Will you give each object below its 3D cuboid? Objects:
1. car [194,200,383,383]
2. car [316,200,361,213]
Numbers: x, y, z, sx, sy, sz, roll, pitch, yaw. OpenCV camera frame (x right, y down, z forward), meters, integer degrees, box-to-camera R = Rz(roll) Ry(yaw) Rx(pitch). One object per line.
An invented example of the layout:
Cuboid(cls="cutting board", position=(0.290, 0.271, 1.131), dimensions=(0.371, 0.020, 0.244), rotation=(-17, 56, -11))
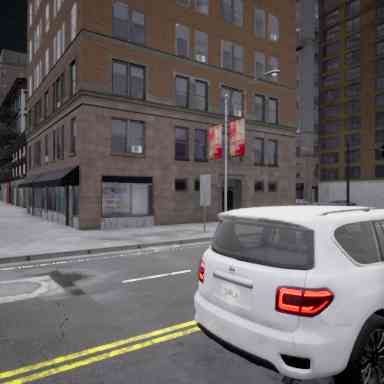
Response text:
Cuboid(cls="car", position=(2.645, 1.222, 5.312), dimensions=(5.566, 2.045, 2.150), rotation=(0, 0, -35))
Cuboid(cls="car", position=(16.982, 1.597, 38.728), dimensions=(1.947, 1.339, 4.313), rotation=(0, 0, -35))
